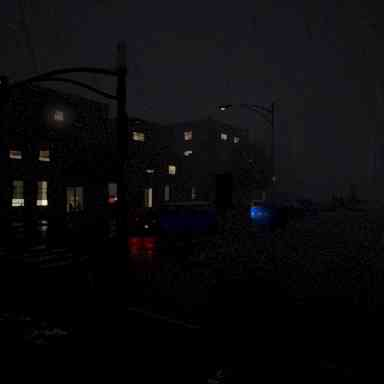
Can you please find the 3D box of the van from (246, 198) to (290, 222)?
[{"bbox_3d":[6.163,1.436,26.722,1.690,1.788,3.998,0,0,35],"label":"van"}]

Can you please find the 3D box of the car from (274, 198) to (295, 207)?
[{"bbox_3d":[15.130,1.665,54.163,1.887,1.381,4.507,0,0,35],"label":"car"}]

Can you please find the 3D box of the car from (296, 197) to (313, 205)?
[{"bbox_3d":[21.459,1.705,63.212,1.887,1.381,4.507,0,0,35],"label":"car"}]

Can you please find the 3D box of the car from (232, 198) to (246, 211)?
[{"bbox_3d":[5.636,1.506,40.590,1.967,1.590,4.097,0,0,35],"label":"car"}]

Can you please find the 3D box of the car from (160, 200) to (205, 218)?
[{"bbox_3d":[-0.792,1.558,31.400,1.752,1.417,4.829,0,0,35],"label":"car"}]

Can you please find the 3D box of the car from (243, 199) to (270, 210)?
[{"bbox_3d":[8.800,1.628,45.114,1.887,1.381,4.507,0,0,35],"label":"car"}]

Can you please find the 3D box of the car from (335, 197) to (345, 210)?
[{"bbox_3d":[18.821,1.729,44.820,1.947,1.339,4.313,0,0,35],"label":"car"}]

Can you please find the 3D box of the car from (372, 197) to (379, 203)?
[{"bbox_3d":[44.141,1.899,81.018,1.947,1.339,4.313,0,0,35],"label":"car"}]

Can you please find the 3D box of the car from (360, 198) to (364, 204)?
[{"bbox_3d":[28.414,1.748,58.534,1.752,1.417,4.829,0,0,35],"label":"car"}]

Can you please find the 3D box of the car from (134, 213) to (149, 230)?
[{"bbox_3d":[-1.300,1.652,20.496,1.895,1.301,4.718,1,0,34],"label":"car"}]

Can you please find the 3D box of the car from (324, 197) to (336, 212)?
[{"bbox_3d":[15.755,1.671,40.435,1.752,1.417,4.829,0,0,35],"label":"car"}]

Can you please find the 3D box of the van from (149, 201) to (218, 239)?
[{"bbox_3d":[-0.167,1.406,17.672,1.690,1.788,3.998,0,0,35],"label":"van"}]

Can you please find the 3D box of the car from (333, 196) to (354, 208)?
[{"bbox_3d":[21.988,1.497,49.346,2.192,1.841,5.009,0,0,35],"label":"car"}]

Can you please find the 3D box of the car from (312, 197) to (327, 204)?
[{"bbox_3d":[27.691,1.728,72.122,1.752,1.417,4.829,0,0,35],"label":"car"}]

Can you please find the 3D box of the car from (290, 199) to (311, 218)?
[{"bbox_3d":[9.327,1.655,31.245,1.887,1.381,4.507,0,0,35],"label":"car"}]

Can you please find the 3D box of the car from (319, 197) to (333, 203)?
[{"bbox_3d":[30.953,1.792,76.787,1.947,1.339,4.313,0,0,35],"label":"car"}]

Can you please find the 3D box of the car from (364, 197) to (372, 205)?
[{"bbox_3d":[34.646,1.809,67.444,1.887,1.381,4.507,0,0,35],"label":"car"}]

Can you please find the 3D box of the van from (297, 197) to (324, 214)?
[{"bbox_3d":[12.493,1.469,35.771,1.690,1.788,3.998,0,0,35],"label":"van"}]

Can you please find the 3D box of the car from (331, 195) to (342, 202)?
[{"bbox_3d":[37.284,1.712,85.836,1.967,1.590,4.097,0,0,35],"label":"car"}]

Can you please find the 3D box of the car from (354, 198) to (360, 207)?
[{"bbox_3d":[25.153,1.516,53.871,2.192,1.841,5.009,0,0,35],"label":"car"}]
